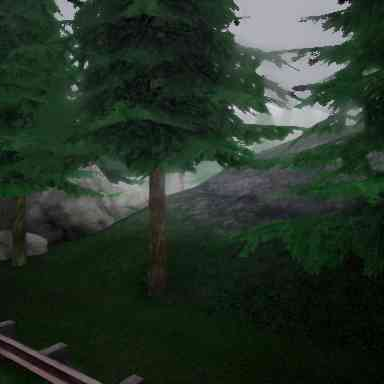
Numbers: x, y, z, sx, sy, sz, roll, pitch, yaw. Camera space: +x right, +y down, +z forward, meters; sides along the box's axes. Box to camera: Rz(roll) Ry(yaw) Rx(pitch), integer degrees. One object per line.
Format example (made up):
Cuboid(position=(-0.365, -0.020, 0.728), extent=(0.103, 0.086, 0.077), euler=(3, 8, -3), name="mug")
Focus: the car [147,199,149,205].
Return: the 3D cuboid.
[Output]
Cuboid(position=(-6.135, 1.510, 38.549), extent=(1.812, 1.442, 4.674), euler=(0, 0, 37), name="car")
